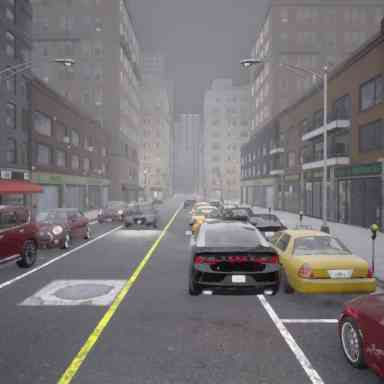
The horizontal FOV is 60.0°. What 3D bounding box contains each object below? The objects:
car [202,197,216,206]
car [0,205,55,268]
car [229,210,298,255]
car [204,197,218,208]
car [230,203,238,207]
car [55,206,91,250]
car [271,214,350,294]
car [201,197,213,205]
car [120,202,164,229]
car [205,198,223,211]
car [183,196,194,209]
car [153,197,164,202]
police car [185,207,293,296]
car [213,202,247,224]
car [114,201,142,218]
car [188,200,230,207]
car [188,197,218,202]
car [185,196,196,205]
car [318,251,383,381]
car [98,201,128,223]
[{"bbox_3d":[2.648,1.533,53.178,1.947,1.339,4.313,-1,0,0],"label":"car"},{"bbox_3d":[-5.711,1.312,8.456,2.192,1.841,5.009,-1,0,0],"label":"car"},{"bbox_3d":[2.803,1.561,14.077,1.947,1.339,4.313,-1,0,0],"label":"car"},{"bbox_3d":[2.669,1.498,47.762,1.752,1.417,4.829,-1,0,0],"label":"car"},{"bbox_3d":[2.781,1.559,19.663,1.947,1.339,4.313,-1,0,0],"label":"car"},{"bbox_3d":[-5.733,1.435,14.041,1.967,1.590,4.097,-1,0,0],"label":"car"},{"bbox_3d":[2.824,1.523,8.661,1.752,1.417,4.829,-1,0,0],"label":"car"},{"bbox_3d":[2.626,1.543,58.764,1.802,1.307,4.206,-1,0,0],"label":"car"},{"bbox_3d":[-3.087,1.556,21.517,1.994,1.385,4.181,0,0,0],"label":"car"},{"bbox_3d":[2.692,1.529,42.006,2.008,1.369,4.403,-1,0,0],"label":"car"},{"bbox_3d":[-0.176,1.480,45.612,1.837,1.490,4.892,0,0,0],"label":"car"},{"bbox_3d":[-5.919,1.506,58.727,1.887,1.381,4.507,-1,0,0],"label":"car"},{"bbox_3d":[0.866,1.423,8.820,1.930,1.638,5.238,0,0,0],"label":"police car"},{"bbox_3d":[2.759,1.541,25.249,2.008,1.369,4.403,-1,0,0],"label":"car"},{"bbox_3d":[-5.802,1.569,30.798,1.802,1.307,4.206,-1,0,0],"label":"car"},{"bbox_3d":[0.824,1.449,18.900,1.801,1.575,5.366,0,0,0],"label":"car"},{"bbox_3d":[0.798,1.446,24.901,1.801,1.575,5.366,0,0,0],"label":"car"},{"bbox_3d":[-0.246,1.438,59.355,1.882,1.535,5.008,0,0,0],"label":"car"},{"bbox_3d":[2.848,1.581,2.905,1.802,1.307,4.206,-1,0,0],"label":"car"},{"bbox_3d":[-5.780,1.430,25.212,1.967,1.590,4.097,-1,0,0],"label":"car"}]
